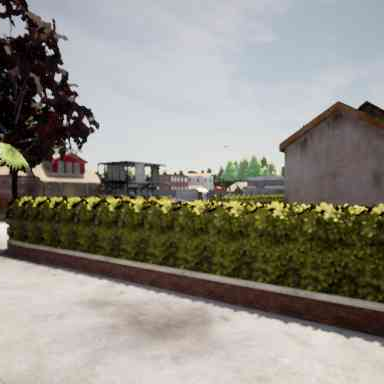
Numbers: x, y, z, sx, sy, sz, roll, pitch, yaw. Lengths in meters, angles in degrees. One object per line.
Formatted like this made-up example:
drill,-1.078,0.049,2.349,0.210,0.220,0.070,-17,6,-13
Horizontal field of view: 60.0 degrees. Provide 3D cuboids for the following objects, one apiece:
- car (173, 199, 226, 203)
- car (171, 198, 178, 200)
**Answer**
car,1.588,1.332,19.968,5.357,1.415,2.033,0,0,38
car,-2.450,1.437,36.698,2.128,1.511,4.902,0,0,35
